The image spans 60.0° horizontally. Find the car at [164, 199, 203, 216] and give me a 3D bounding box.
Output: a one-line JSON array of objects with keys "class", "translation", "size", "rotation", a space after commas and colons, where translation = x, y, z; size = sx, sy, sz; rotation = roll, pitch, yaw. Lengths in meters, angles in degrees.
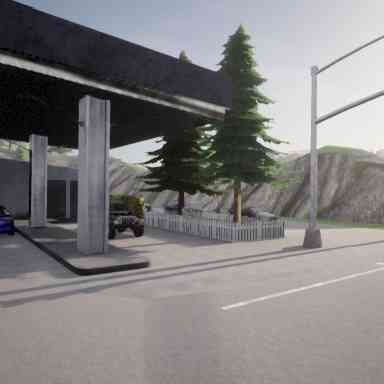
[{"class": "car", "translation": [-0.856, 1.541, 32.721], "size": [2.097, 1.767, 4.553], "rotation": [1, 0, -35]}]

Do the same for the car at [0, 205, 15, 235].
[{"class": "car", "translation": [-11.376, 1.525, 18.673], "size": [2.242, 1.667, 4.611], "rotation": [1, 0, -35]}]

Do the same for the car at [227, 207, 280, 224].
[{"class": "car", "translation": [4.548, 1.815, 24.883], "size": [1.994, 1.385, 4.181], "rotation": [1, 0, -35]}]

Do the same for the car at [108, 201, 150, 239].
[{"class": "car", "translation": [-4.248, 1.448, 18.395], "size": [1.905, 1.878, 3.866], "rotation": [1, 0, -35]}]

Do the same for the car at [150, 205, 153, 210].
[{"class": "car", "translation": [-6.889, 1.666, 41.467], "size": [2.033, 1.411, 5.357], "rotation": [1, 0, -34]}]
